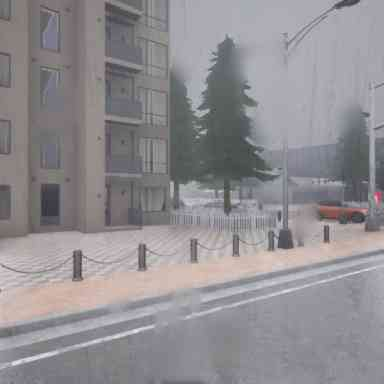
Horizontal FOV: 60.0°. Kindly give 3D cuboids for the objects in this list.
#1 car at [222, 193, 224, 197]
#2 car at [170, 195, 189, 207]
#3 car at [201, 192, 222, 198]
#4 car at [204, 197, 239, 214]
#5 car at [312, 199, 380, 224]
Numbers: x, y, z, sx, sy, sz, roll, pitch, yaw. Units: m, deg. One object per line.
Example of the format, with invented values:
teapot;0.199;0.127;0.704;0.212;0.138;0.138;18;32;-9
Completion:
car;7.498;1.092;94.724;1.905;1.878;3.866;0;0;-37
car;-3.246;1.563;50.381;2.033;1.411;5.357;0;0;-37
car;5.411;1.112;92.661;1.932;1.855;4.605;0;0;-37
car;3.151;1.579;35.840;1.994;1.385;4.181;0;0;-37
car;11.450;1.367;24.875;2.097;1.767;4.553;0;0;-37
